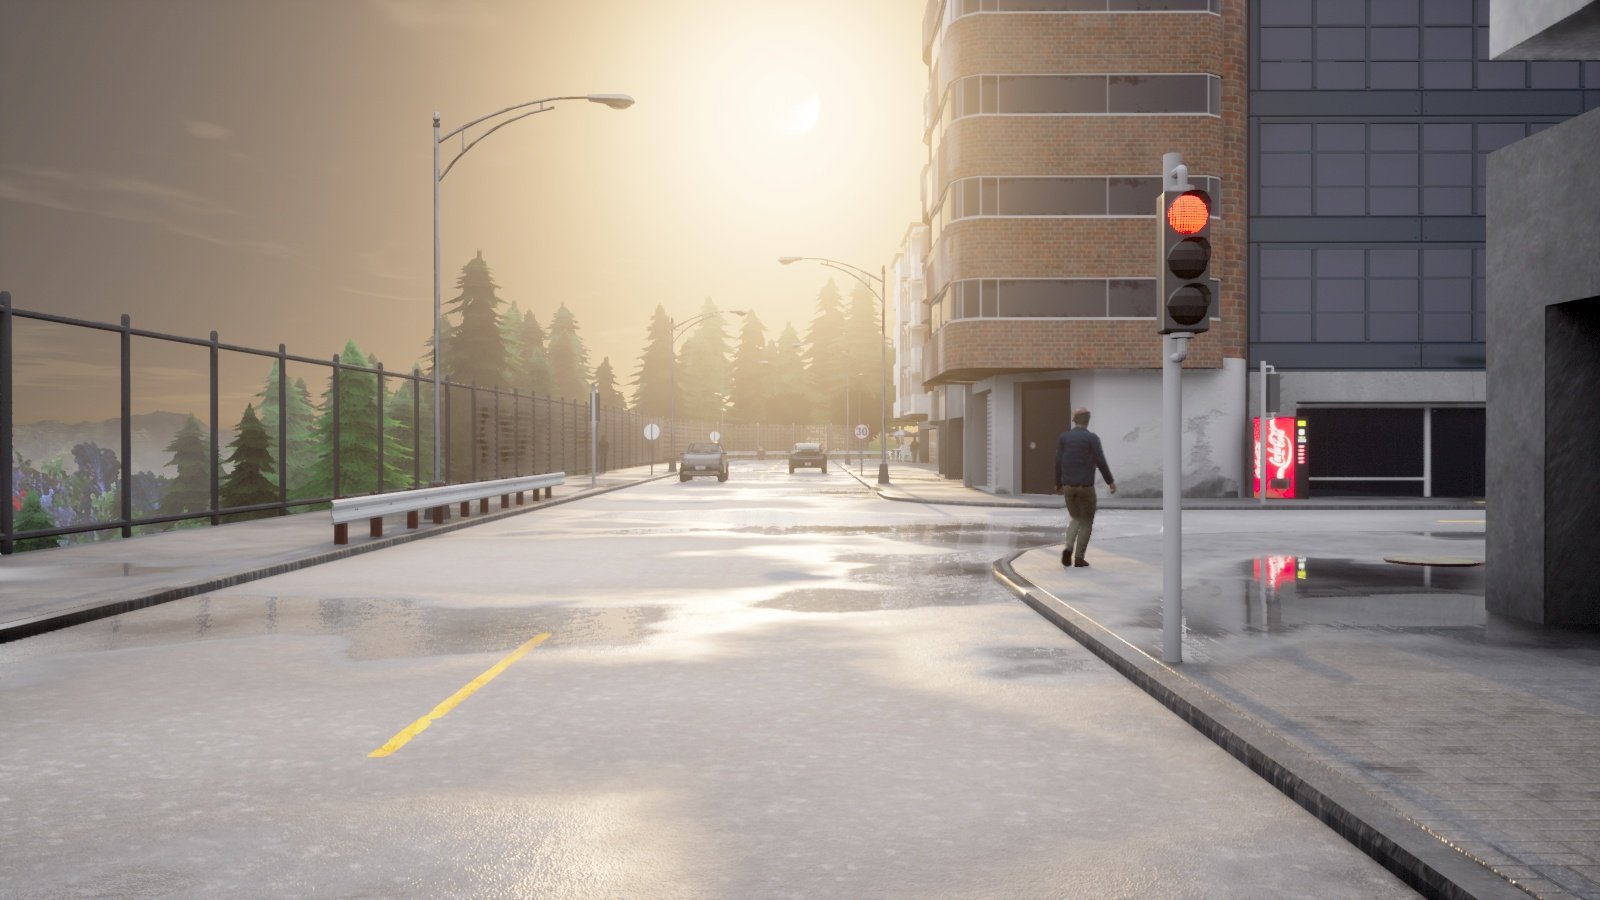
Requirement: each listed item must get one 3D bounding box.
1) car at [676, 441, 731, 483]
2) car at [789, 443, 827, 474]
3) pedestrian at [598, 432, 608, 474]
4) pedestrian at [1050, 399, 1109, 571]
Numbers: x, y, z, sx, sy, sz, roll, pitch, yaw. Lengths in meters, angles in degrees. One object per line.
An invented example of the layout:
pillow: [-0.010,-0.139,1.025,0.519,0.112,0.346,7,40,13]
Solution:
car: [-3.693,0.444,48.568,1.789,1.549,3.705,0,1,0]
car: [0.392,0.398,62.618,1.837,1.490,4.892,0,0,0]
pedestrian: [-8.845,0.131,56.366,0.353,1.847,0.614,0,0,1]
pedestrian: [3.098,0.376,13.899,0.402,1.842,0.726,0,0,32]
